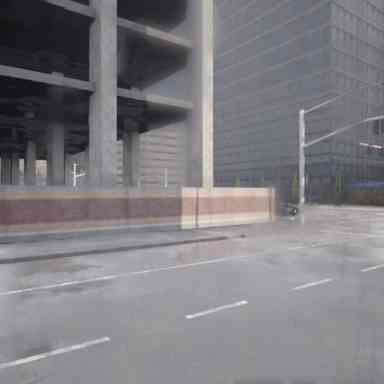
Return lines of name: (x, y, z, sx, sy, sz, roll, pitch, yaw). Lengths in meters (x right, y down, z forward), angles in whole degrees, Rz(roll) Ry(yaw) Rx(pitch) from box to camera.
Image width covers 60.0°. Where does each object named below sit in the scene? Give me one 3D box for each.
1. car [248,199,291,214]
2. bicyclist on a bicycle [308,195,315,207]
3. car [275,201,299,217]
car: (8.517, 1.517, 36.916, 1.812, 1.442, 4.674, 0, 0, -36)
bicyclist on a bicycle: (16.585, 1.288, 46.203, 1.656, 1.620, 0.582, 0, 0, -36)
car: (8.109, 1.556, 31.516, 1.994, 1.385, 4.181, 0, 0, -36)
